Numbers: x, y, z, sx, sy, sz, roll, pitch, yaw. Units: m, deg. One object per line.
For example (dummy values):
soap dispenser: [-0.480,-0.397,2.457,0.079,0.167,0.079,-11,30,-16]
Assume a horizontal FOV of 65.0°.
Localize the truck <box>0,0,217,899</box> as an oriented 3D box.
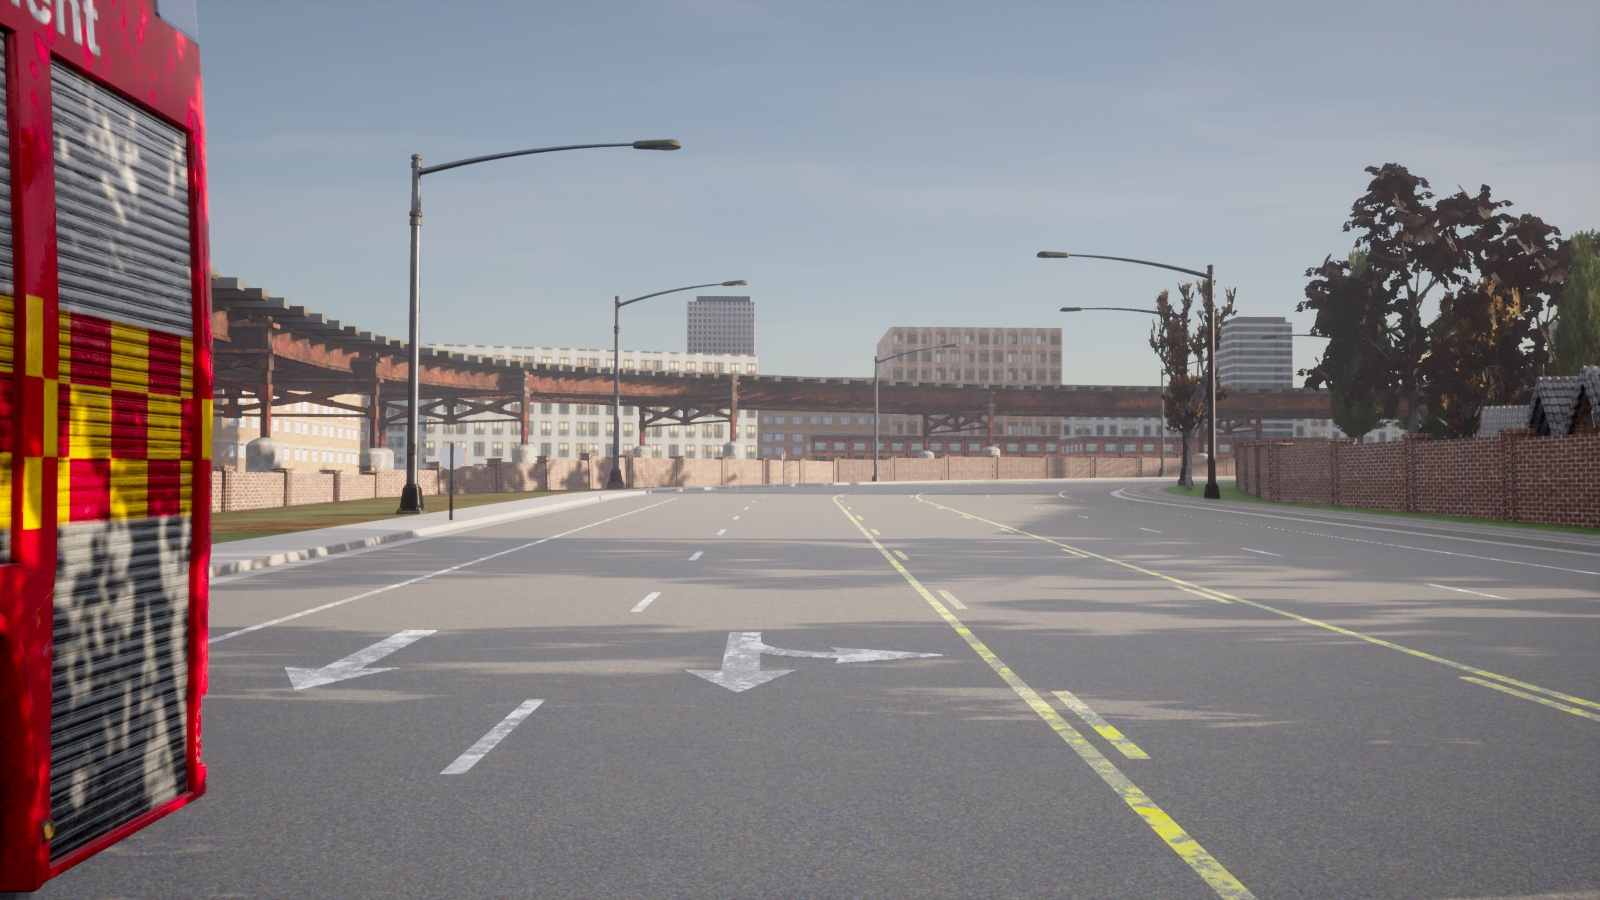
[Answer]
truck: [-3.504,-0.332,0.213,2.891,3.827,8.468,0,-1,0]
